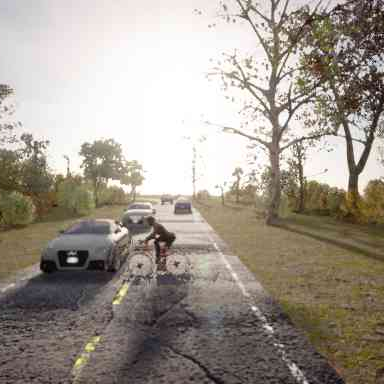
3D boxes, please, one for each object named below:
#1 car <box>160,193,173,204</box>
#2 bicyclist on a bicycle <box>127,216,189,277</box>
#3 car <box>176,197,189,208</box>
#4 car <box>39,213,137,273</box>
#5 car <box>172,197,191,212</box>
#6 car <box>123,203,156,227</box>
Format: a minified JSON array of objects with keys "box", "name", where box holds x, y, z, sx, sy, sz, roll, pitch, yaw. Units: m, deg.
[{"box":[-4.785,1.278,63.752,2.150,2.045,5.566,0,0,-1],"name":"car"},{"box":[-0.910,1.458,8.812,1.656,1.620,0.582,-2,0,-2],"name":"bicyclist on a bicycle"},{"box":[-1.445,1.555,50.349,1.837,1.490,4.892,0,0,-2],"name":"car"},{"box":[-3.132,1.569,10.558,1.994,1.385,4.181,0,0,-2],"name":"car"},{"box":[-1.087,1.511,39.053,1.882,1.535,5.008,0,0,-2],"name":"car"},{"box":[-3.510,1.506,22.759,2.128,1.511,4.902,0,0,-2],"name":"car"}]
